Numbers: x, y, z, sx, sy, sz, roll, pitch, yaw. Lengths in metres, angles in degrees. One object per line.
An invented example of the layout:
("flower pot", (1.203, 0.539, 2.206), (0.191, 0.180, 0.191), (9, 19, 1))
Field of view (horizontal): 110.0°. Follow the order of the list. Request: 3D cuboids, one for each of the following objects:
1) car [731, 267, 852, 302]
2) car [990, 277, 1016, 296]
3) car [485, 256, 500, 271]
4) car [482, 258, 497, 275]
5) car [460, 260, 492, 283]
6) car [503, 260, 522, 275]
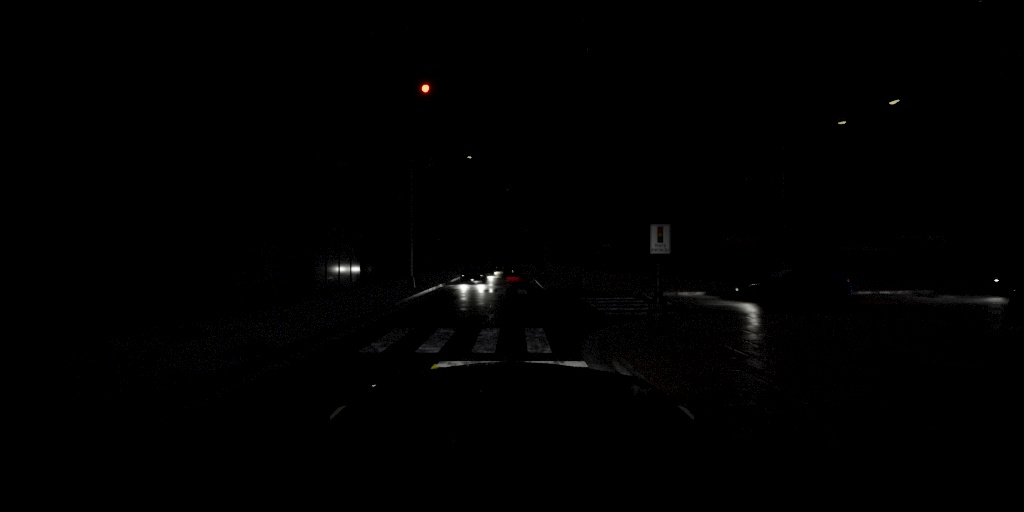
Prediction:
("car", (12.333, 1.197, 15.938), (4.674, 1.442, 1.812), (0, 0, 0))
("car", (24.693, 1.207, 15.975), (4.718, 1.301, 1.895), (0, 0, 0))
("car", (-2.873, 0.996, 48.973), (2.150, 2.045, 5.566), (0, 0, 0))
("car", (-2.875, 1.268, 38.451), (1.837, 1.490, 4.892), (0, 0, 0))
("car", (-2.883, 1.303, 28.043), (2.033, 1.411, 5.357), (0, 0, -1))
("car", (0.065, 1.268, 38.495), (1.837, 1.490, 4.892), (0, 0, 0))
